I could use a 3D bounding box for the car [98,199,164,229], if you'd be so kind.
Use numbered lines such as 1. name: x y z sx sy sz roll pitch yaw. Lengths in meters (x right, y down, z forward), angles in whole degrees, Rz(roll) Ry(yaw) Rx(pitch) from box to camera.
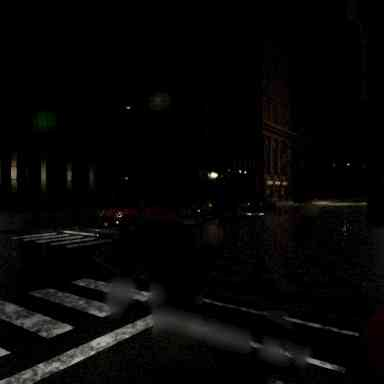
1. car: -3.920 1.376 21.976 2.097 1.767 4.553 0 0 35

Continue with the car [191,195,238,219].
1. car: 2.211 1.257 30.528 2.150 2.045 5.566 0 0 36

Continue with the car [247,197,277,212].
1. car: 8.175 1.401 38.807 2.097 1.767 4.553 0 0 35

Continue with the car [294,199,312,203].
1. car: 17.091 1.275 51.069 1.994 1.385 4.181 0 0 36

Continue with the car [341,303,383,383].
1. car: 3.534 1.221 1.168 5.566 2.045 2.150 0 0 36
